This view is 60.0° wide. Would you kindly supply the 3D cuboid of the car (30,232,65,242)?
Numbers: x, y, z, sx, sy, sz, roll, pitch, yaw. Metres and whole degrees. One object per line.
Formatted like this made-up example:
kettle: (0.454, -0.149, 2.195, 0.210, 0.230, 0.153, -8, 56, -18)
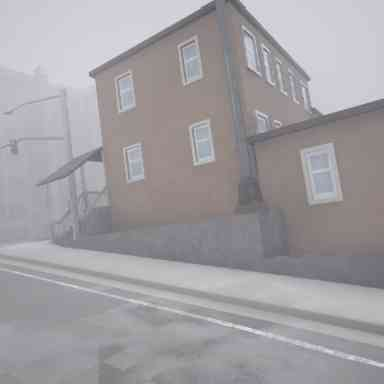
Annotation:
car: (-11.722, 4.286, 29.090, 1.837, 1.490, 4.892, -12, -11, 35)
